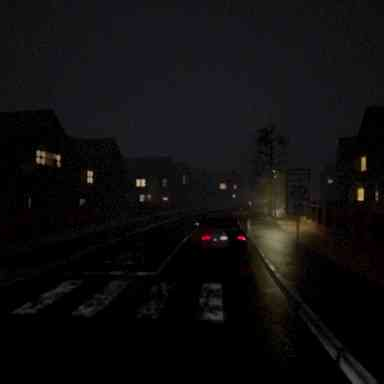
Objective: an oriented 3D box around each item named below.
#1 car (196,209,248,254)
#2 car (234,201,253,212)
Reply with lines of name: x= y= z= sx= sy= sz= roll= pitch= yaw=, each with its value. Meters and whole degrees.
car: x=1.162 y=1.660 z=13.924 sx=2.033 sy=1.411 sz=5.357 roll=0 pitch=0 yaw=2
car: x=7.063 y=1.908 z=44.749 sx=1.895 sy=1.301 sz=4.718 roll=0 pitch=0 yaw=19
